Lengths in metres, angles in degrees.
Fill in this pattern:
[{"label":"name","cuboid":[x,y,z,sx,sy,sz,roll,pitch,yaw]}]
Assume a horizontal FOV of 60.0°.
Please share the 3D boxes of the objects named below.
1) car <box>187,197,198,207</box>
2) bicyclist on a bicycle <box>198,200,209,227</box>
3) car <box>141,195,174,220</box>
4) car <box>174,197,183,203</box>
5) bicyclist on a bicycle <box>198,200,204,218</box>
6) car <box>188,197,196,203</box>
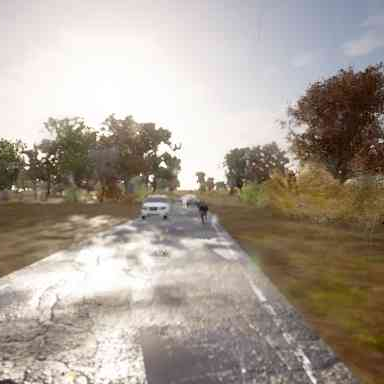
[{"label":"car","cuboid":[0.082,1.615,55.284,2.128,1.511,4.902,0,0,0]},{"label":"bicyclist on a bicycle","cuboid":[0.824,1.427,22.166,0.659,1.776,1.843,0,0,0]},{"label":"car","cuboid":[-3.100,1.295,29.309,2.150,2.045,5.566,0,0,0]},{"label":"car","cuboid":[-3.006,1.692,69.796,1.994,1.385,4.181,0,0,0]},{"label":"bicyclist on a bicycle","cuboid":[0.825,1.530,31.109,0.582,1.620,1.656,0,0,0]},{"label":"car","cuboid":[-0.006,1.747,74.270,1.895,1.301,4.718,0,0,0]}]
